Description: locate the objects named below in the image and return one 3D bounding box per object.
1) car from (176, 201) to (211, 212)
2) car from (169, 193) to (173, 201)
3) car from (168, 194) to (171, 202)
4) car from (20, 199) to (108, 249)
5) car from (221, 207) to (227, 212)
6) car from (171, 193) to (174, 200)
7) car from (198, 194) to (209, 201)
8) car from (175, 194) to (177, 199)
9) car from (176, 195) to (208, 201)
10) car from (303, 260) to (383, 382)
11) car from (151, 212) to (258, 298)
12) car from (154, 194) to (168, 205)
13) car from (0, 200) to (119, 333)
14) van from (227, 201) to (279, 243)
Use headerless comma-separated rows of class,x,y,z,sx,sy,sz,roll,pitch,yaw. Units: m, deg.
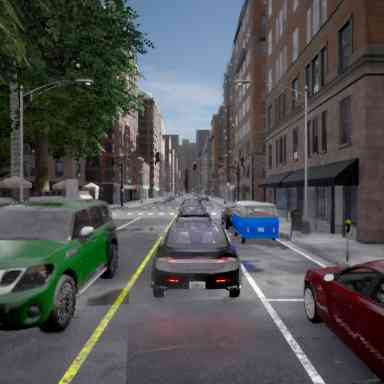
car,0.093,1.485,18.452,2.128,1.511,4.902,0,0,0
car,-5.689,1.492,70.160,1.887,1.381,4.507,0,0,0
car,-5.688,1.501,64.709,2.008,1.369,4.403,0,0,0
car,-5.674,1.310,15.570,2.192,1.841,5.009,0,0,0
car,2.849,1.557,21.272,1.947,1.339,4.313,0,0,0
car,-5.691,1.490,75.611,1.887,1.381,4.507,0,0,0
car,2.833,1.386,75.649,1.967,1.590,4.097,0,0,0
car,-5.694,1.495,86.512,2.008,1.369,4.403,0,0,0
car,-0.009,1.338,27.629,2.097,1.767,4.553,0,0,0
car,2.853,1.544,4.291,1.887,1.381,4.507,0,0,0
car,0.098,1.490,8.513,2.128,1.511,4.902,0,0,0
car,-5.686,1.479,59.088,1.752,1.417,4.829,0,0,0
car,-3.100,1.220,7.151,2.150,2.045,5.566,0,0,0
van,2.850,1.336,15.612,1.690,1.788,3.998,0,0,0
